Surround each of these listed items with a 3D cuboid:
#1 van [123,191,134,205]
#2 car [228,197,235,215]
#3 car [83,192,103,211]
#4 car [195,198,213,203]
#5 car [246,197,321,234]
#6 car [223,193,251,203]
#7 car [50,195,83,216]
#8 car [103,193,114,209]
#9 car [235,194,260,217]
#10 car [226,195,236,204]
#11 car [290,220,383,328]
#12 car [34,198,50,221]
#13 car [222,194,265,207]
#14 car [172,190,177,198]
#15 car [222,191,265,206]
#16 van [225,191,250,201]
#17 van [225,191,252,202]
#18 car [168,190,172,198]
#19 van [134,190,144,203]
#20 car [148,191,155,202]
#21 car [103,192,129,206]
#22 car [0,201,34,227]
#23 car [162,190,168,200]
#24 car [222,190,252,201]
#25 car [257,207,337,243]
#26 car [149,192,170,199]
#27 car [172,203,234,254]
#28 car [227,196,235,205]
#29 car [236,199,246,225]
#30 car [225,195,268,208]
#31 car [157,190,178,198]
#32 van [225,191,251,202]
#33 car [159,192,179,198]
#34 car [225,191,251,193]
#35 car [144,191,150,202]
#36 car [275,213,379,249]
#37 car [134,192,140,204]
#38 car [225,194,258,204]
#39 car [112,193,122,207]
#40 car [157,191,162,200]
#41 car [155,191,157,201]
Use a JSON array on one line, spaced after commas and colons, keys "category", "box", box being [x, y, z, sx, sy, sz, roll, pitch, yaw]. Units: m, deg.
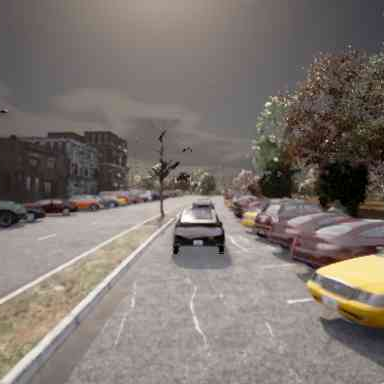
[{"category": "van", "box": [-10.904, 0.939, 47.091, 4.442, 1.987, 1.878, -1, 0, -15]}, {"category": "car", "box": [5.528, 1.310, 23.960, 5.008, 1.535, 2.097, 1, 0, -17]}, {"category": "car", "box": [-12.006, 1.122, 35.034, 4.553, 1.767, 2.185, -1, 1, -16]}, {"category": "car", "box": [1.001, 1.309, 28.171, 1.837, 1.490, 4.892, 0, 1, 4]}, {"category": "car", "box": [5.111, 1.249, 15.076, 4.553, 1.767, 2.185, 1, 0, -18]}, {"category": "car", "box": [6.300, 1.225, 35.785, 5.008, 1.535, 2.097, 1, 0, -15]}, {"category": "car", "box": [-12.447, 1.287, 29.004, 5.008, 1.535, 2.097, -1, 1, -17]}, {"category": "car", "box": [-11.781, 1.229, 38.047, 4.892, 1.521, 2.231, -1, 1, -15]}, {"category": "car", "box": [5.418, 1.207, 21.006, 4.553, 1.767, 2.185, 1, 1, -17]}, {"category": "car", "box": [5.919, 1.298, 29.886, 4.792, 1.488, 2.163, 1, 0, -16]}, {"category": "car", "box": [4.730, 1.434, 6.139, 5.366, 1.575, 1.946, 1, 1, -19]}, {"category": "car", "box": [-12.809, 1.327, 22.977, 5.008, 1.535, 2.097, -1, 0, -17]}, {"category": "car", "box": [6.870, 1.156, 44.604, 5.366, 1.575, 1.946, 1, 1, -15]}, {"category": "car", "box": [-7.311, 0.895, 85.985, 5.008, 1.535, 2.097, -1, 0, -14]}, {"category": "car", "box": [7.345, 0.889, 47.624, 5.566, 2.045, 2.435, 1, 0, -15]}, {"category": "van", "box": [8.869, 0.786, 65.362, 4.442, 1.987, 1.878, 1, 1, -15]}, {"category": "van", "box": [8.315, 0.828, 59.432, 4.442, 1.987, 1.878, 1, 1, -15]}, {"category": "car", "box": [-8.164, 0.706, 77.009, 5.566, 2.045, 2.435, -1, 0, -15]}, {"category": "van", "box": [-10.348, 0.897, 53.090, 4.442, 1.987, 1.878, -1, 0, -15]}, {"category": "car", "box": [-9.919, 0.832, 59.032, 5.566, 2.045, 2.435, -1, 1, -15]}, {"category": "car", "box": [-11.461, 1.187, 44.004, 5.366, 1.575, 1.946, -1, 1, -15]}, {"category": "car", "box": [-12.930, 1.095, 19.970, 5.566, 2.045, 2.435, -1, 0, -18]}, {"category": "car", "box": [-8.734, 0.748, 71.023, 5.566, 2.045, 2.435, -1, 0, -15]}, {"category": "car", "box": [9.288, 0.740, 68.366, 5.566, 2.045, 2.435, 1, 0, -15]}, {"category": "car", "box": [5.038, 1.437, 12.125, 4.674, 1.452, 2.002, 1, 0, -18]}, {"category": "car", "box": [-7.865, 0.811, 79.992, 4.553, 1.767, 2.185, -1, 1, -14]}, {"category": "car", "box": [0.299, 1.400, 13.127, 2.128, 1.511, 4.902, 0, 0, 2]}, {"category": "car", "box": [5.673, 1.319, 26.902, 4.792, 1.488, 2.163, 1, 1, -16]}, {"category": "car", "box": [5.430, 1.352, 18.102, 5.366, 1.575, 1.946, 1, 0, -17]}, {"category": "car", "box": [6.784, 1.183, 41.699, 4.892, 1.521, 2.231, 1, 0, -15]}, {"category": "car", "box": [-6.742, 0.590, 91.982, 5.566, 2.045, 2.435, -1, 1, -14]}, {"category": "van", "box": [8.592, 0.807, 62.398, 4.442, 1.987, 1.878, 1, 1, -15]}, {"category": "car", "box": [-6.596, 0.806, 94.959, 5.366, 1.575, 1.946, -1, 1, -14]}, {"category": "car", "box": [6.514, 1.078, 38.733, 4.553, 1.767, 2.185, 1, 0, -15]}, {"category": "car", "box": [-10.176, 1.104, 56.053, 5.008, 1.535, 2.097, -1, 0, -15]}, {"category": "car", "box": [4.961, 1.458, 9.165, 4.674, 1.452, 2.002, 1, 0, -18]}, {"category": "car", "box": [-10.764, 1.176, 50.049, 4.792, 1.488, 2.163, -1, 1, -15]}, {"category": "car", "box": [7.895, 1.127, 53.552, 4.792, 1.488, 2.163, 1, 0, -15]}, {"category": "car", "box": [-11.554, 1.207, 41.057, 5.008, 1.535, 2.097, -1, 0, -15]}, {"category": "car", "box": [-9.352, 0.790, 65.013, 5.566, 2.045, 2.435, -1, 1, -15]}, {"category": "car", "box": [-9.609, 1.062, 62.036, 5.008, 1.535, 2.097, -1, 0, -15]}]
